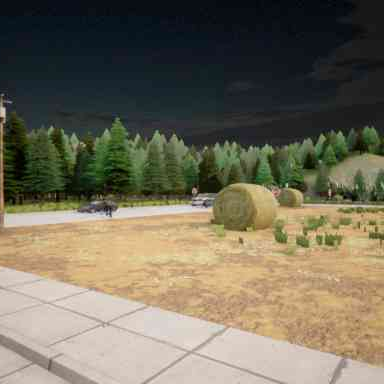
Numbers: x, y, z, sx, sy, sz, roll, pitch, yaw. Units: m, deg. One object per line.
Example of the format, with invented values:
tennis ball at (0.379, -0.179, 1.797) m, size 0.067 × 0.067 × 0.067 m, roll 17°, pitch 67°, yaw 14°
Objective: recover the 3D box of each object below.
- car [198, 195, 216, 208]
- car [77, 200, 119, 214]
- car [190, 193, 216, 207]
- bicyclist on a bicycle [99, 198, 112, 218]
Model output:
car at (3.530, 1.518, 47.769) m, size 2.128 × 1.511 × 4.902 m, roll 0°, pitch 0°, yaw 37°
car at (-9.976, 1.553, 35.597) m, size 1.812 × 1.442 × 4.674 m, roll 0°, pitch 0°, yaw 36°
car at (1.977, 1.249, 51.674) m, size 2.150 × 2.045 × 5.566 m, roll 0°, pitch 0°, yaw 37°
bicyclist on a bicycle at (-7.010, 1.327, 27.018) m, size 1.656 × 1.620 × 0.582 m, roll 0°, pitch 0°, yaw 36°
